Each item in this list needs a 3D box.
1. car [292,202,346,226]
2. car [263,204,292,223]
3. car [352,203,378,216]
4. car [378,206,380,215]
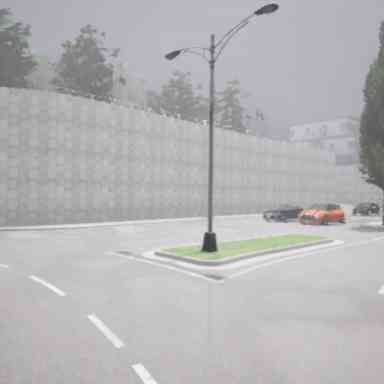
[{"bbox_3d":[10.443,1.703,26.712,4.553,1.767,2.097,1,-1,-41],"label":"car"},{"bbox_3d":[8.235,1.834,29.432,4.902,1.511,2.128,1,-1,-41],"label":"car"},{"bbox_3d":[21.481,2.092,40.931,4.892,1.490,1.837,1,-1,-41],"label":"car"},{"bbox_3d":[23.790,2.114,38.301,4.902,1.511,2.128,1,-1,-41],"label":"car"}]
